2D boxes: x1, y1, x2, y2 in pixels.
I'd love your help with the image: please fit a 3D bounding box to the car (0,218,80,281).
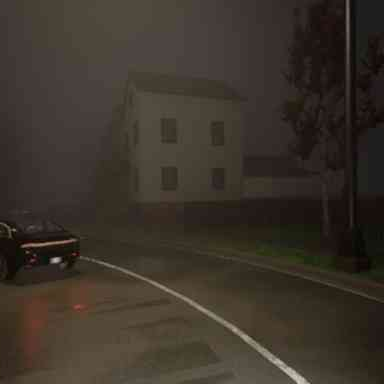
[{"bbox_3d":[-5.274,1.541,10.155,4.902,1.511,2.128,0,0,43],"label":"car"}]
